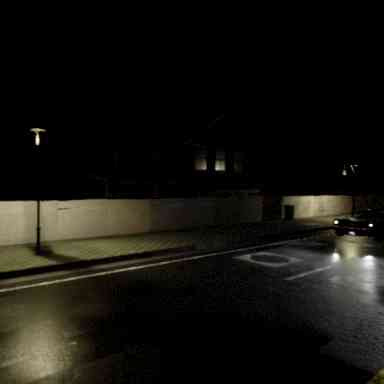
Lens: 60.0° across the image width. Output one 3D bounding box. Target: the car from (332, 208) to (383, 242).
[{"bbox_3d":[8.499,1.432,15.588,4.718,1.301,1.895,0,1,-40],"label":"car"}]
